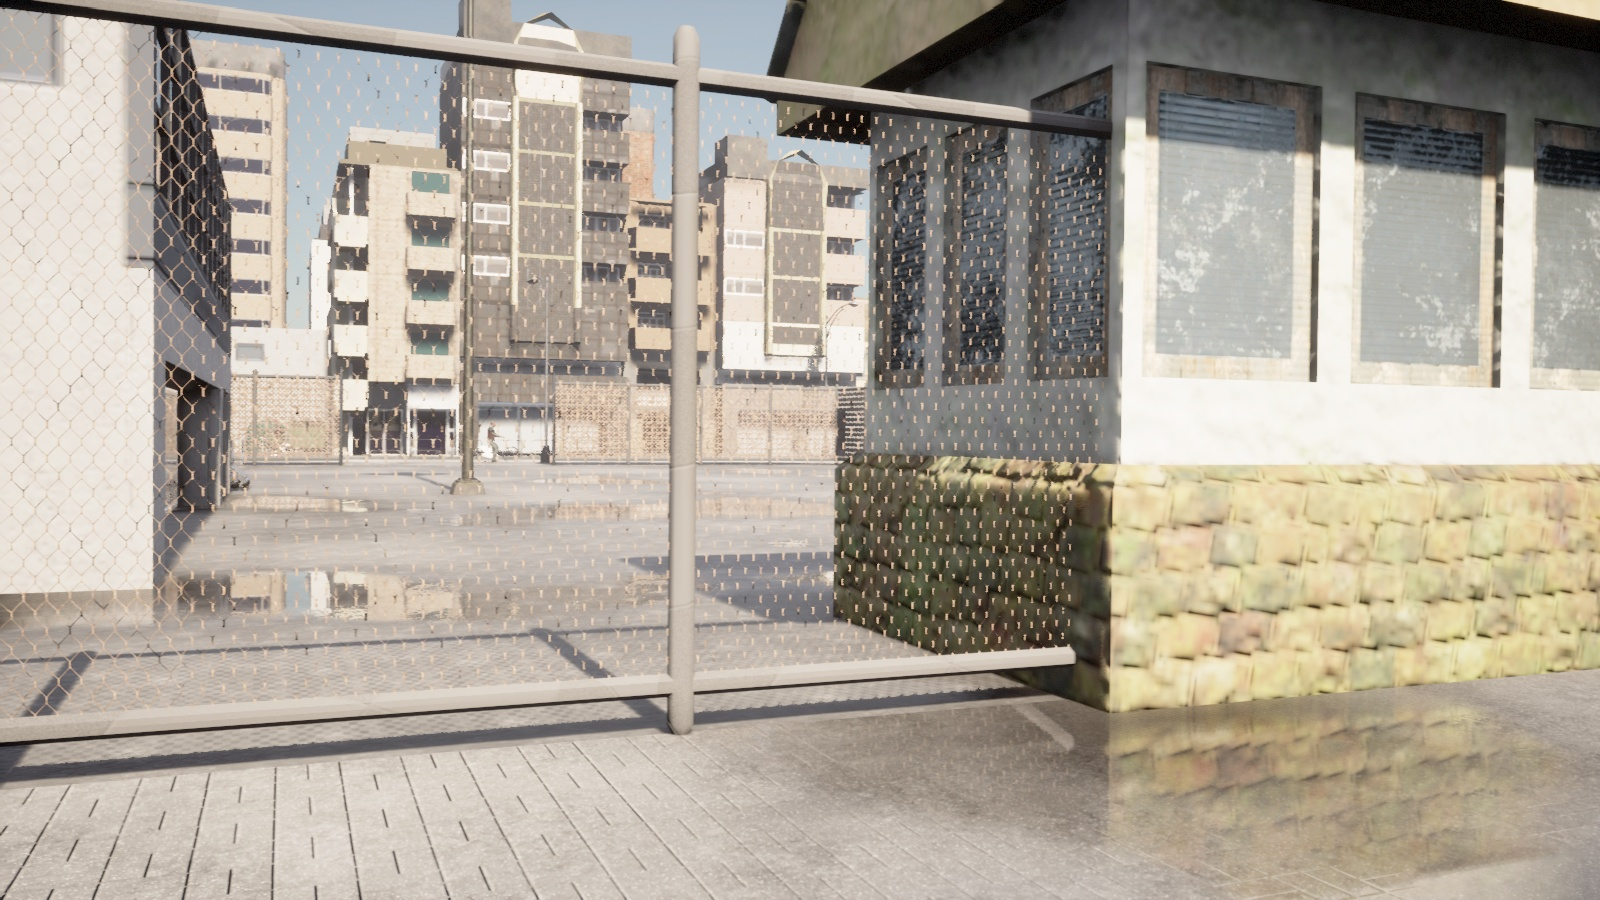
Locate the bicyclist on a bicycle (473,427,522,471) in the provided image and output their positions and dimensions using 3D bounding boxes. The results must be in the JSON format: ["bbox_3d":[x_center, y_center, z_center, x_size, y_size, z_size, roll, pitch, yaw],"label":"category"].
[{"bbox_3d":[-12.585,-0.048,52.267,1.843,1.776,0.659,-1,1,-22],"label":"bicyclist on a bicycle"}]
